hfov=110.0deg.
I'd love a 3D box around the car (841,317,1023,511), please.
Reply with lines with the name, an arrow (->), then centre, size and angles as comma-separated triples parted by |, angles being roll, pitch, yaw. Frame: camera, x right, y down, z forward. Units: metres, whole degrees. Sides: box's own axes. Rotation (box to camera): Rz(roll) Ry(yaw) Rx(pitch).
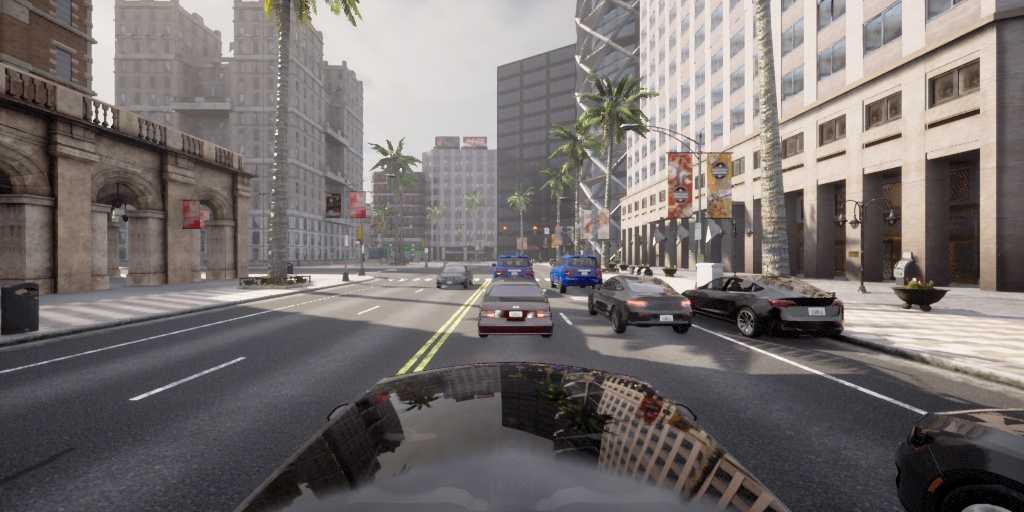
car -> 3.601, 1.255, 0.445 | 1.837, 1.490, 4.892 | 0, 0, 0

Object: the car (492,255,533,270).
car -> 0.044, 0.971, 20.449 | 2.150, 2.045, 5.566 | 0, 0, -2

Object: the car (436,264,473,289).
car -> -3.594, 1.277, 23.078 | 1.812, 1.442, 4.674 | 0, 0, 0

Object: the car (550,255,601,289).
car -> 3.543, 0.971, 20.583 | 2.150, 2.045, 5.566 | 0, 0, -2

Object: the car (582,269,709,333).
car -> 3.562, 1.276, 10.620 | 1.812, 1.442, 4.674 | 0, 0, -1

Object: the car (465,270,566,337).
car -> 0.068, 1.297, 10.229 | 2.033, 1.411, 5.357 | 0, 0, 0
